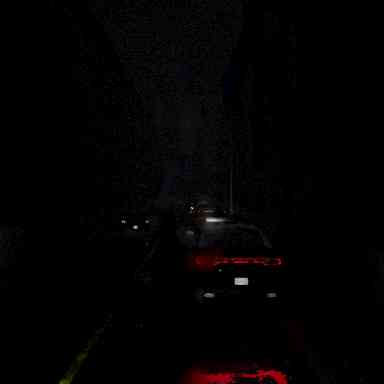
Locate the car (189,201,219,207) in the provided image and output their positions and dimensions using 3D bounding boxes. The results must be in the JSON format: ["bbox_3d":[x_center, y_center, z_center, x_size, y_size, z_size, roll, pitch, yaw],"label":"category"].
[{"bbox_3d":[0.905,1.477,18.539,1.882,1.535,5.008,0,0,0],"label":"car"}]

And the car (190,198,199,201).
[{"bbox_3d":[0.906,1.454,24.730,1.801,1.575,5.366,0,0,0],"label":"car"}]

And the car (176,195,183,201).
[{"bbox_3d":[-2.980,1.432,82.801,2.128,1.511,4.902,0,0,0],"label":"car"}]

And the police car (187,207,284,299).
[{"bbox_3d":[0.902,1.425,8.650,1.930,1.638,5.238,0,0,0],"label":"police car"}]

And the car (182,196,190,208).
[{"bbox_3d":[0.040,1.559,47.293,1.994,1.385,4.181,0,0,1],"label":"car"}]

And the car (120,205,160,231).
[{"bbox_3d":[-3.094,1.546,20.912,2.033,1.411,5.357,0,0,0],"label":"car"}]
